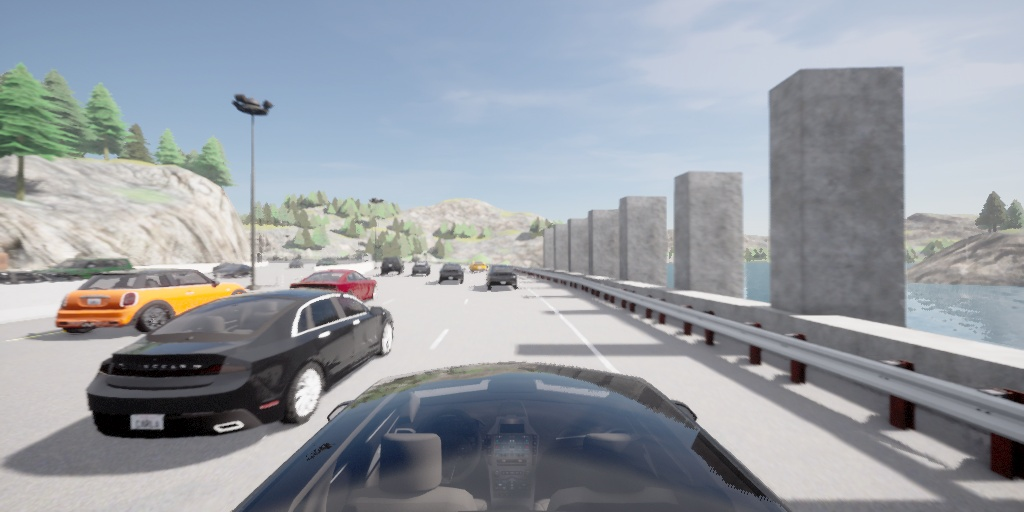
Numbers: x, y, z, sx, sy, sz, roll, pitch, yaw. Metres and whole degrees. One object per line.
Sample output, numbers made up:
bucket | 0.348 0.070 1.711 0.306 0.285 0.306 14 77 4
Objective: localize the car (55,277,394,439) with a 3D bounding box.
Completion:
car | -3.395 1.283 5.735 1.837 1.490 4.892 0 0 -1

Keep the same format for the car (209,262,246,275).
car | -36.951 1.528 46.763 1.882 1.535 5.008 0 0 -14

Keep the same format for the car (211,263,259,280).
car | -27.388 1.500 35.618 1.812 1.442 4.674 0 0 -10

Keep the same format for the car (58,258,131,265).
car | -29.160 1.167 24.576 2.150 2.045 5.566 0 0 -5

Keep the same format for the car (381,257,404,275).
car | -13.794 1.155 41.512 2.150 2.045 5.566 0 0 -13

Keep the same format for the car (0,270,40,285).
car | -21.413 1.391 14.628 1.837 1.490 4.892 0 -1 -3

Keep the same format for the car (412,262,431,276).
car | -10.083 1.403 39.882 2.128 1.511 4.902 0 0 -11

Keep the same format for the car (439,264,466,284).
car | -4.808 1.360 28.634 1.837 1.490 4.892 1 0 -8

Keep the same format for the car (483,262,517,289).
car | -0.777 1.326 23.624 1.837 1.490 4.892 1 0 -6

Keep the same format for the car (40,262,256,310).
car | -10.535 1.177 11.099 2.097 1.767 4.553 0 0 -2

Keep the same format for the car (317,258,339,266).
car | -28.693 1.266 56.206 2.150 2.045 5.566 0 0 -16

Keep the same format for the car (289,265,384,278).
car | -7.109 1.299 14.806 1.882 1.535 5.008 0 0 -3

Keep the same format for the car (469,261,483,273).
car | -4.702 1.391 48.399 1.882 1.535 5.008 0 0 -13
